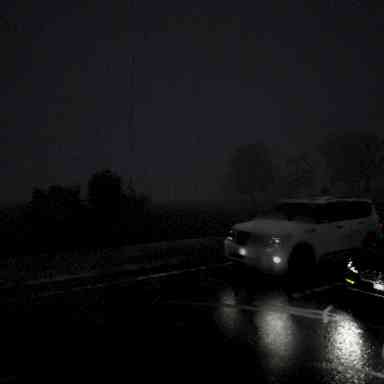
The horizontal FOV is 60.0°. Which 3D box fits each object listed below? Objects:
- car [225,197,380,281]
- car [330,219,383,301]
[{"bbox_3d":[3.591,1.177,10.130,5.566,2.045,2.150,0,0,-35],"label":"car"},{"bbox_3d":[5.398,1.461,7.421,4.892,1.490,1.837,0,0,-35],"label":"car"}]
